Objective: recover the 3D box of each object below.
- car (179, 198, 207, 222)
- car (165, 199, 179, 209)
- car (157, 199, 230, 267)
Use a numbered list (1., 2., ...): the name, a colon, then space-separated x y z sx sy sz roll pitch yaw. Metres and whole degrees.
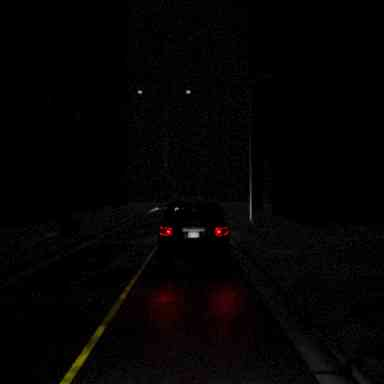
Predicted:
1. car: 0.076 1.444 27.614 2.097 1.767 4.553 0 0 0
2. car: -3.048 1.795 51.870 1.994 1.385 4.181 0 0 0
3. car: 0.068 1.259 11.741 2.150 2.045 5.566 0 0 0
